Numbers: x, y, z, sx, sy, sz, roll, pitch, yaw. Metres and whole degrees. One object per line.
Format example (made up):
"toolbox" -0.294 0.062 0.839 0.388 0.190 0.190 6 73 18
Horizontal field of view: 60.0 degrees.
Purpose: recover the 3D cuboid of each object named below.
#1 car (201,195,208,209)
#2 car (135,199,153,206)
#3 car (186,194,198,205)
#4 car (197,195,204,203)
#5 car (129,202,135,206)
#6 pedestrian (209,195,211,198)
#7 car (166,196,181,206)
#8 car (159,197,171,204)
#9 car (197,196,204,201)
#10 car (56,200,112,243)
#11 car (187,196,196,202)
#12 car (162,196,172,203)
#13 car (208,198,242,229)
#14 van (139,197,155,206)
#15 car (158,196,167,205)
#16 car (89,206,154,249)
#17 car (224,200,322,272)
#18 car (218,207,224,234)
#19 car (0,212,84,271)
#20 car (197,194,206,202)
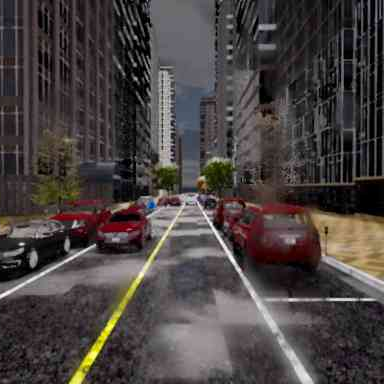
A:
"car" 2.684 1.626 48.102 1.837 1.490 4.892 0 0 0
"car" -5.371 1.664 33.431 1.802 1.307 4.206 -1 0 0
"car" -0.083 1.413 64.065 2.150 2.045 5.566 0 -2 1
"car" 2.470 1.709 61.715 2.008 1.369 4.403 -1 0 0
"car" -5.356 1.604 22.134 2.008 1.369 4.403 -1 0 0
"pedestrian" 2.680 1.422 51.036 0.375 1.860 0.375 -1 1 0
"car" -2.881 1.624 57.588 1.882 1.535 5.008 0 0 0
"car" -5.421 1.719 67.323 1.887 1.381 4.507 -1 0 0
"car" 2.423 1.802 95.607 1.887 1.381 4.507 -1 0 0
"car" -5.352 1.354 16.486 2.192 1.841 5.009 -1 0 0
"car" -0.111 1.665 81.418 2.033 1.411 5.357 0 0 0
"car" -5.428 1.631 72.971 1.967 1.590 4.097 -1 0 0
"car" 2.488 1.368 22.175 2.192 1.841 5.009 -1 0 0
"van" -5.382 1.438 39.079 1.690 1.788 3.998 -1 0 0
"car" -5.410 1.740 61.673 1.802 1.307 4.206 -1 0 0
"car" -2.871 1.560 14.887 1.812 1.442 4.674 0 0 0
"car" 2.503 1.340 10.877 2.192 1.841 5.009 -1 0 0
"car" 2.499 1.621 16.525 1.802 1.307 4.206 -1 0 0
"car" -5.341 1.576 10.837 2.008 1.369 4.403 -1 0 0
"car" 2.435 1.539 84.310 2.192 1.841 5.009 -1 0 0
